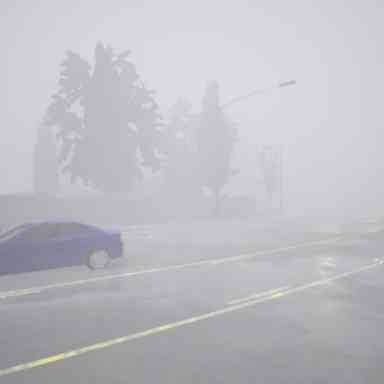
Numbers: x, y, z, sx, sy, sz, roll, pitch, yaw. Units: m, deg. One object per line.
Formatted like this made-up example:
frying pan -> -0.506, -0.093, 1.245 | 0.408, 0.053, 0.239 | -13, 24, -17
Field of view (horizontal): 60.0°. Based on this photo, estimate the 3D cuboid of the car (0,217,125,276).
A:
car -> -4.424, 1.524, 9.605 | 5.008, 1.535, 1.882 | 1, 0, -38

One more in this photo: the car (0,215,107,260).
car -> -5.894, 1.665, 12.840 | 4.718, 1.301, 1.895 | 1, -1, -38
